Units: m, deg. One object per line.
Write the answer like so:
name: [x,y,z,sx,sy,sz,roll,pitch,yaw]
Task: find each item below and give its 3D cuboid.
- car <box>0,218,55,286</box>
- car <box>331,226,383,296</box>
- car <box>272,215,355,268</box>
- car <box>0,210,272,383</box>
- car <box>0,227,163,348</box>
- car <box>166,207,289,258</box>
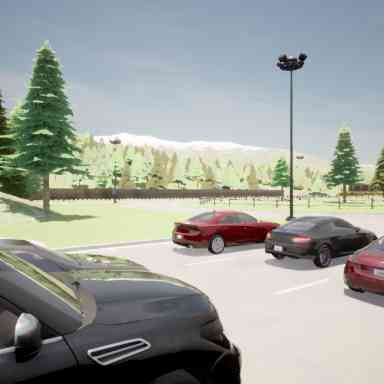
car: [-6.009,1.526,8.056,4.674,1.442,1.812,0,0,-35]
car: [5.386,1.564,7.651,4.181,1.385,1.994,0,0,-34]
car: [4.458,1.526,11.272,4.674,1.442,1.812,0,0,-35]
car: [-2.191,1.221,2.176,5.566,2.045,2.150,0,0,-36]
car: [-3.329,1.547,5.672,5.357,1.411,2.033,0,0,-36]
car: [1.566,1.478,13.517,5.008,1.535,1.882,0,0,-35]
